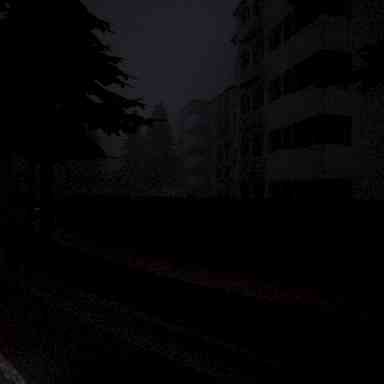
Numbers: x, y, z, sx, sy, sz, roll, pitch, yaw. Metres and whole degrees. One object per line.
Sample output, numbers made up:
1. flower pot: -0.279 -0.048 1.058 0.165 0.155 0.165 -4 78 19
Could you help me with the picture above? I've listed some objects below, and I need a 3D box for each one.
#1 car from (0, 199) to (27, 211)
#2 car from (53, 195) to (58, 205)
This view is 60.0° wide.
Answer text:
1. car: -20.175 1.475 38.773 1.994 1.385 4.181 0 0 2
2. car: -19.144 1.250 49.160 2.097 1.767 4.553 0 0 16
